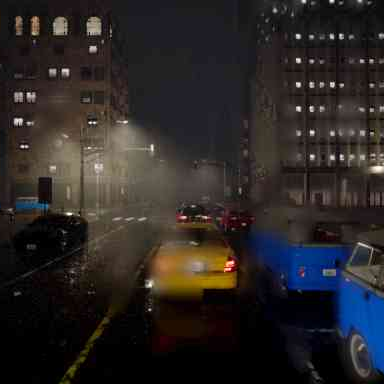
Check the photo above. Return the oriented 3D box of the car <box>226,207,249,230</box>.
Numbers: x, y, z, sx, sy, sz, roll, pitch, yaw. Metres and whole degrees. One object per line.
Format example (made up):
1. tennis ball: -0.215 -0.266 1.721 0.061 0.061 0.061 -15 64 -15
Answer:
1. car: 2.700 1.545 19.525 1.887 1.381 4.507 1 0 0

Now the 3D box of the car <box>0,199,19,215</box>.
1. car: -19.845 1.620 32.456 4.403 1.369 2.008 0 0 1

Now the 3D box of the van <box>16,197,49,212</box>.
1. van: -19.737 1.524 40.838 3.998 1.788 1.690 0 0 1

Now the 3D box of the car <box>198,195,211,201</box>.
1. car: 2.698 1.529 63.271 2.008 1.369 4.403 1 0 0

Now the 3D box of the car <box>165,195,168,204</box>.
1. car: -5.680 1.424 57.621 1.967 1.590 4.097 1 0 0

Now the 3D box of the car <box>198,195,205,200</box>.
1. car: 2.697 1.472 91.699 1.752 1.417 4.829 1 0 0

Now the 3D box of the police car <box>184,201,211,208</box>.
1. police car: 0.103 1.505 19.451 2.038 1.542 4.974 0 0 0

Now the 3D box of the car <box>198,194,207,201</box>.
1. car: 2.698 1.393 85.878 1.967 1.590 4.097 1 0 0

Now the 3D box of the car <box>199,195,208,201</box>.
1. car: 2.697 1.510 80.225 2.008 1.369 4.403 1 0 0

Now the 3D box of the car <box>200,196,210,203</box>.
1. car: 2.698 1.517 68.923 1.887 1.381 4.507 1 0 0

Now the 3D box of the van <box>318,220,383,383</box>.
1. van: 2.703 1.342 2.795 1.690 1.788 3.998 1 0 0

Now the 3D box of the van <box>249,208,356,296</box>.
1. van: 2.703 1.343 8.371 1.690 1.788 3.998 1 0 0

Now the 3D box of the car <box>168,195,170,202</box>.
1. car: -5.683 1.560 63.272 1.802 1.307 4.206 1 0 0

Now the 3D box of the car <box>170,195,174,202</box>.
1. car: -5.683 1.516 74.575 2.008 1.369 4.403 1 0 0

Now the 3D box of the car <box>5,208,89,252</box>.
1. car: -5.681 1.567 13.954 1.947 1.339 4.313 1 0 0

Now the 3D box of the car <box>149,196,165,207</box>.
1. car: -5.683 1.572 51.969 1.802 1.307 4.206 1 0 0

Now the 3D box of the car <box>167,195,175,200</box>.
1. car: -5.684 1.472 91.360 1.752 1.417 4.829 1 0 0

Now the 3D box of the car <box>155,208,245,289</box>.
1. car: 0.097 1.458 9.131 1.801 1.575 5.366 0 0 0
